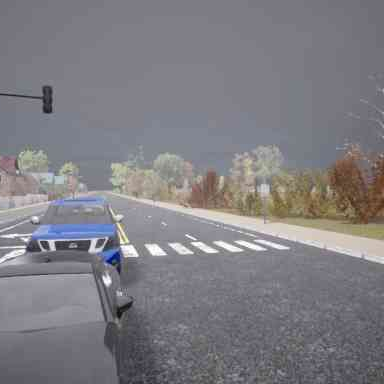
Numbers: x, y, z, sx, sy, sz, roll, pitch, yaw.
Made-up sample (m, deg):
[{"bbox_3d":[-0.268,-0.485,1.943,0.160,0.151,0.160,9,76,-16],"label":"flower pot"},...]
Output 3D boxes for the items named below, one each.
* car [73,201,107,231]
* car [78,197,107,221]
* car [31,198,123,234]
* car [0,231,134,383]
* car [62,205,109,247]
[{"bbox_3d":[-6.585,1.468,21.811,1.882,1.535,5.008,0,0,-15],"label":"car"},{"bbox_3d":[-8.146,1.338,27.544,2.097,1.767,4.553,0,0,-15],"label":"car"},{"bbox_3d":[-3.358,1.218,9.994,2.150,2.045,5.566,0,0,-15],"label":"car"},{"bbox_3d":[-1.718,1.524,3.905,1.812,1.442,4.674,0,0,-13],"label":"car"},{"bbox_3d":[-5.016,1.498,16.065,1.837,1.490,4.892,0,0,-15],"label":"car"}]
